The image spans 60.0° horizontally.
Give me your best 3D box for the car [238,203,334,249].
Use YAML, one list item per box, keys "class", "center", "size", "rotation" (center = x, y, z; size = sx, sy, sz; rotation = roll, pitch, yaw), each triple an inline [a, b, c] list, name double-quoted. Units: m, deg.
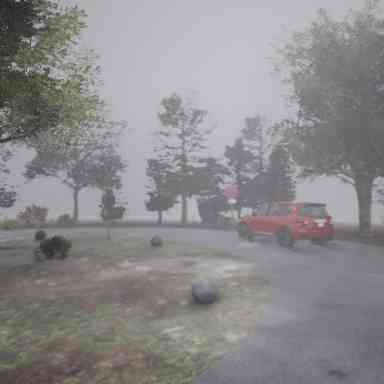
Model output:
- class: "car"
  center: [4.495, 1.563, 16.797]
  size: [2.150, 2.045, 5.566]
  rotation: [1, -2, -23]
